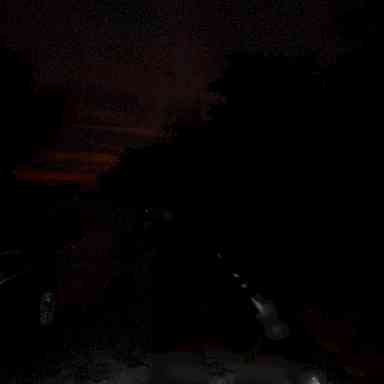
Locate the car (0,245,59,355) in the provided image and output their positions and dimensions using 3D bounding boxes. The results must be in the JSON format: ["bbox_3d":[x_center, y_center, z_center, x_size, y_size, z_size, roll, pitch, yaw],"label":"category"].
[{"bbox_3d":[-3.264,1.512,4.146,2.128,1.511,4.902,0,0,-2],"label":"car"}]

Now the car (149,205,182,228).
[{"bbox_3d":[-2.002,1.738,25.502,2.097,1.767,4.553,0,-1,-8],"label":"car"}]

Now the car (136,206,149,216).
[{"bbox_3d":[-6.647,2.589,46.829,1.994,1.385,4.181,0,-2,-15],"label":"car"}]
